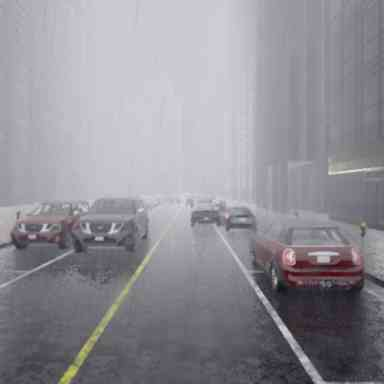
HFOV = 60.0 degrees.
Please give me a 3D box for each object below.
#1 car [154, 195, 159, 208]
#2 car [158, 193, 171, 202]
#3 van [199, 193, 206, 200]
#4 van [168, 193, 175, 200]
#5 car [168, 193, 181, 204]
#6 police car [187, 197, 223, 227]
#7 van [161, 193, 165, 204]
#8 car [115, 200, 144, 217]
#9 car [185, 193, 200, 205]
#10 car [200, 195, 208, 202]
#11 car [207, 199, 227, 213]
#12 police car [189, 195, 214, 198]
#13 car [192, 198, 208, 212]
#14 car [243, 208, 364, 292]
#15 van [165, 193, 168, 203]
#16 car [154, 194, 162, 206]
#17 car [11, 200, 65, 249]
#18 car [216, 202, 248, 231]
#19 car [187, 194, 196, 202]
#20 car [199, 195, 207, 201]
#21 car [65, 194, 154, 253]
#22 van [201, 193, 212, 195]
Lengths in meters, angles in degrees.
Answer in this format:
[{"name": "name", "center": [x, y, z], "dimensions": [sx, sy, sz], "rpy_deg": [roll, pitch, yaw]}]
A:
[{"name": "car", "center": [-5.790, 1.490, 42.732], "dimensions": [2.008, 1.369, 4.403], "rpy_deg": [0, 0, 0]}, {"name": "car", "center": [-5.806, 1.213, 70.936], "dimensions": [2.192, 1.841, 5.009], "rpy_deg": [0, 0, 0]}, {"name": "van", "center": [2.710, 1.215, 87.867], "dimensions": [1.690, 1.788, 3.998], "rpy_deg": [0, 0, 0]}, {"name": "van", "center": [-5.819, 1.206, 93.500], "dimensions": [1.690, 1.788, 3.998], "rpy_deg": [0, 0, 0]}, {"name": "car", "center": [-3.038, 1.427, 61.313], "dimensions": [1.837, 1.490, 4.892], "rpy_deg": [0, 0, 0]}, {"name": "police car", "center": [0.830, 1.393, 22.663], "dimensions": [1.930, 1.638, 5.238], "rpy_deg": [0, 0, -1]}, {"name": "van", "center": [-5.797, 1.264, 54.013], "dimensions": [1.690, 1.788, 3.998], "rpy_deg": [0, 0, 0]}, {"name": "car", "center": [-5.783, 1.521, 31.451], "dimensions": [1.947, 1.339, 4.313], "rpy_deg": [0, 0, 0]}, {"name": "car", "center": [-0.031, 1.426, 55.690], "dimensions": [1.837, 1.490, 4.892], "rpy_deg": [0, 0, 0]}, {"name": "car", "center": [2.717, 1.473, 76.586], "dimensions": [1.802, 1.307, 4.206], "rpy_deg": [0, 0, 0]}, {"name": "car", "center": [2.739, 1.492, 37.101], "dimensions": [1.887, 1.381, 4.507], "rpy_deg": [0, 0, 0]}, {"name": "police car", "center": [0.881, 1.379, 32.673], "dimensions": [1.930, 1.638, 5.238], "rpy_deg": [0, 0, 0]}, {"name": "car", "center": [0.879, 1.471, 38.563], "dimensions": [1.812, 1.442, 4.674], "rpy_deg": [0, 0, 0]}, {"name": "car", "center": [2.754, 1.427, 8.898], "dimensions": [1.967, 1.590, 4.097], "rpy_deg": [0, 0, 0]}, {"name": "van", "center": [-5.800, 1.256, 59.654], "dimensions": [1.690, 1.788, 3.998], "rpy_deg": [0, 0, 0]}, {"name": "car", "center": [-5.793, 1.456, 48.203], "dimensions": [1.752, 1.417, 4.829], "rpy_deg": [0, 0, 0]}, {"name": "car", "center": [-5.775, 1.294, 14.528], "dimensions": [2.192, 1.841, 5.009], "rpy_deg": [0, 0, 0]}, {"name": "car", "center": [2.748, 1.537, 20.179], "dimensions": [1.947, 1.339, 4.313], "rpy_deg": [0, 0, 0]}, {"name": "car", "center": [-0.040, 1.264, 71.728], "dimensions": [1.837, 1.490, 4.892], "rpy_deg": [0, 0, 0]}, {"name": "car", "center": [2.714, 1.448, 82.227], "dimensions": [1.947, 1.339, 4.313], "rpy_deg": [0, 0, 0]}, {"name": "car", "center": [-3.108, 1.201, 13.918], "dimensions": [2.150, 2.045, 5.566], "rpy_deg": [0, 0, 0]}, {"name": "van", "center": [2.729, 1.264, 54.023], "dimensions": [1.690, 1.788, 3.998], "rpy_deg": [0, 0, 0]}]
